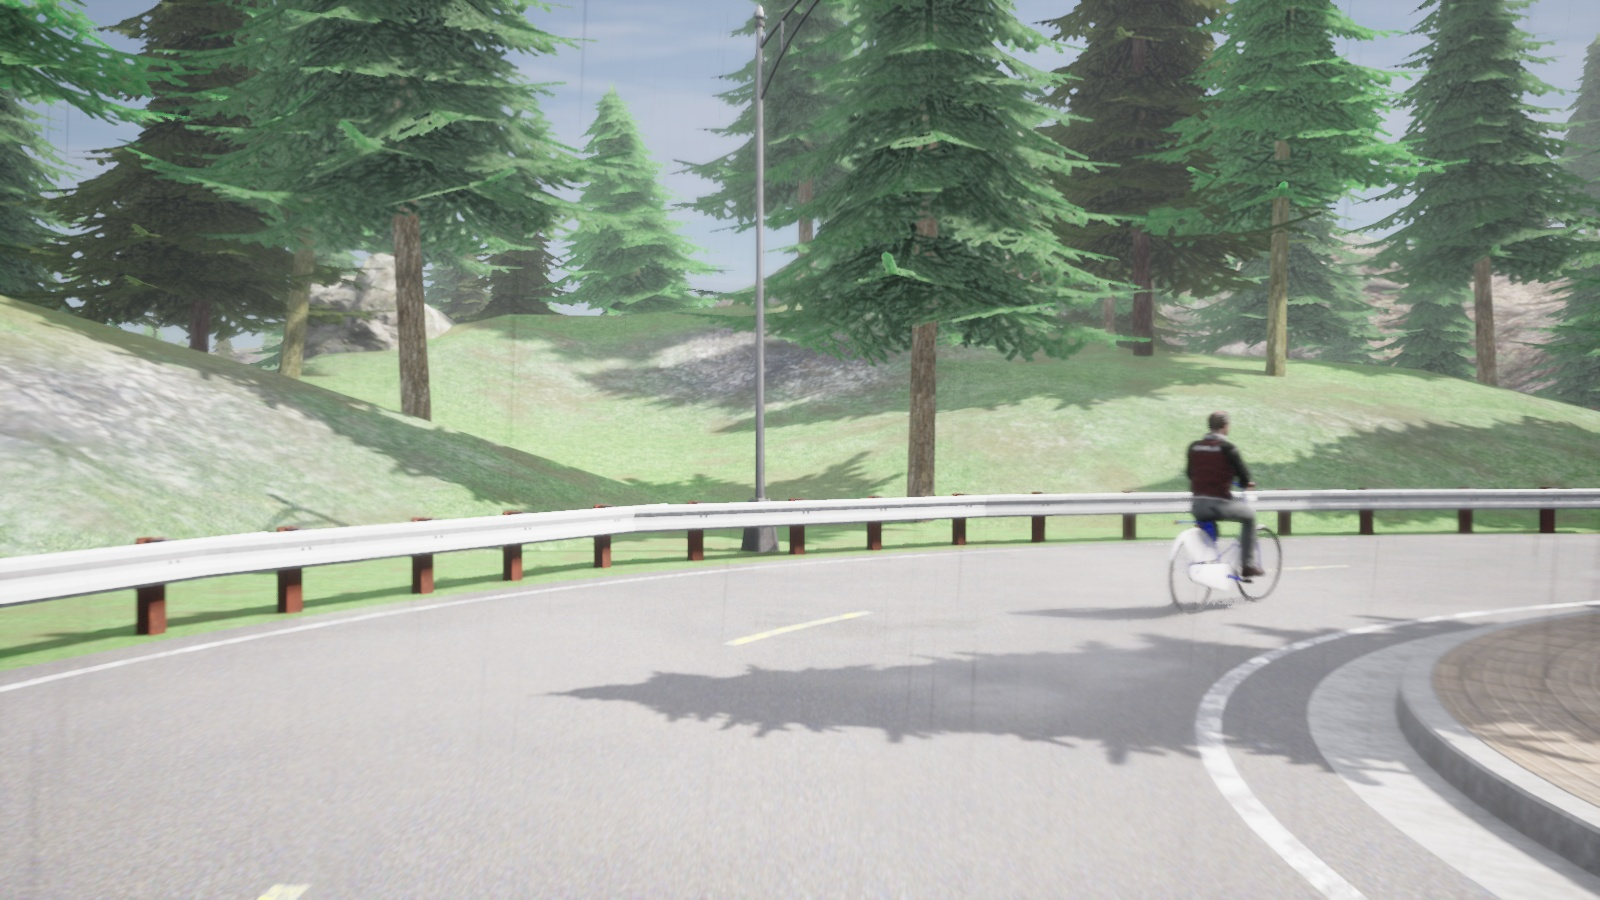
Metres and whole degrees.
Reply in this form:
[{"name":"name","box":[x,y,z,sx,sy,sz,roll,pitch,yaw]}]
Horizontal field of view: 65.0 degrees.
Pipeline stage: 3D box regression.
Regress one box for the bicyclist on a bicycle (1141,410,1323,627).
[{"name":"bicyclist on a bicycle","box":[3.843,0.544,11.101,1.843,1.776,0.659,-1,2,-41]}]
